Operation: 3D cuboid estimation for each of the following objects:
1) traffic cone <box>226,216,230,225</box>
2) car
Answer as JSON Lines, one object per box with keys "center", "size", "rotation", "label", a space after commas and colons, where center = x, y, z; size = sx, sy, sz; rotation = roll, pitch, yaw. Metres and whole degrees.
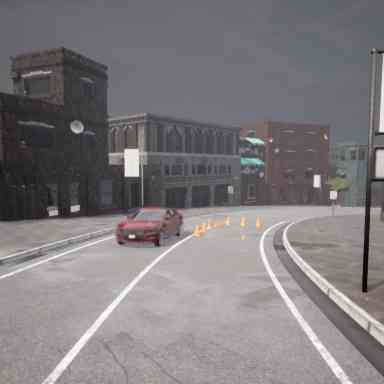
{"center": [2.485, 1.956, 22.674], "size": [0.340, 0.580, 0.340], "rotation": [2, 0, 12], "label": "traffic cone"}
{"center": [-1.753, 1.431, 15.208], "size": [1.882, 1.535, 5.008], "rotation": [1, 0, 13], "label": "car"}
